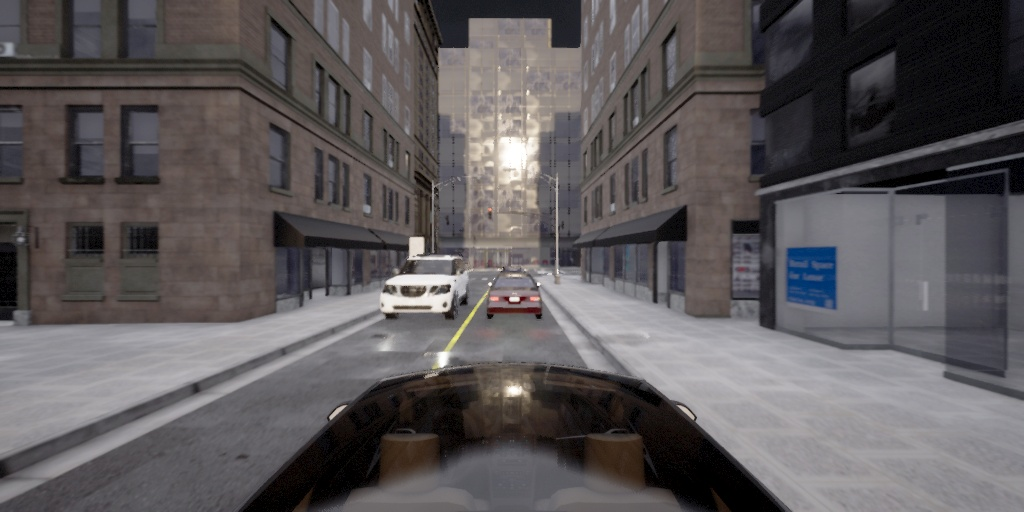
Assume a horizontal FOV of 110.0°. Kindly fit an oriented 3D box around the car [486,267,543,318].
[{"bbox_3d":[0.083,1.309,12.976,2.033,1.411,5.357,0,0,0],"label":"car"}]

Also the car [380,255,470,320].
[{"bbox_3d":[-2.846,0.984,12.988,2.150,2.045,5.566,0,0,0],"label":"car"}]
